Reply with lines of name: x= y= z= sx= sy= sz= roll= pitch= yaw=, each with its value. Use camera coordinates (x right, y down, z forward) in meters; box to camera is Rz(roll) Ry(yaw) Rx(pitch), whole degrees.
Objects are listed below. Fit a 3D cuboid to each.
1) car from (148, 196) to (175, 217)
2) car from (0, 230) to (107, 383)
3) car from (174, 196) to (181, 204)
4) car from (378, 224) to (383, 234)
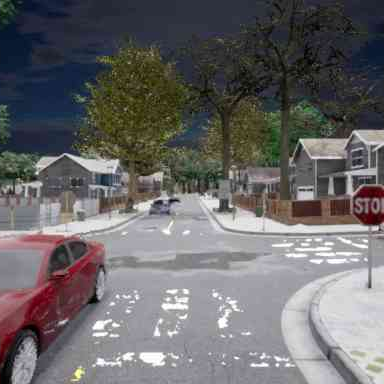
car: x=-2.807 y=1.421 z=30.372 sx=1.812 sy=1.442 sz=4.674 roll=0 pitch=1 yaw=0
car: x=-2.769 y=1.476 z=5.273 sx=1.882 sy=1.535 sz=5.008 roll=0 pitch=0 yaw=0
car: x=-2.857 y=1.267 z=55.291 sx=1.895 sy=1.301 sz=4.718 roll=0 pitch=1 yaw=0
car: x=10.293 y=1.142 z=13.651 sx=4.902 sy=1.511 sz=2.128 roll=-2 pitch=0 yaw=0
